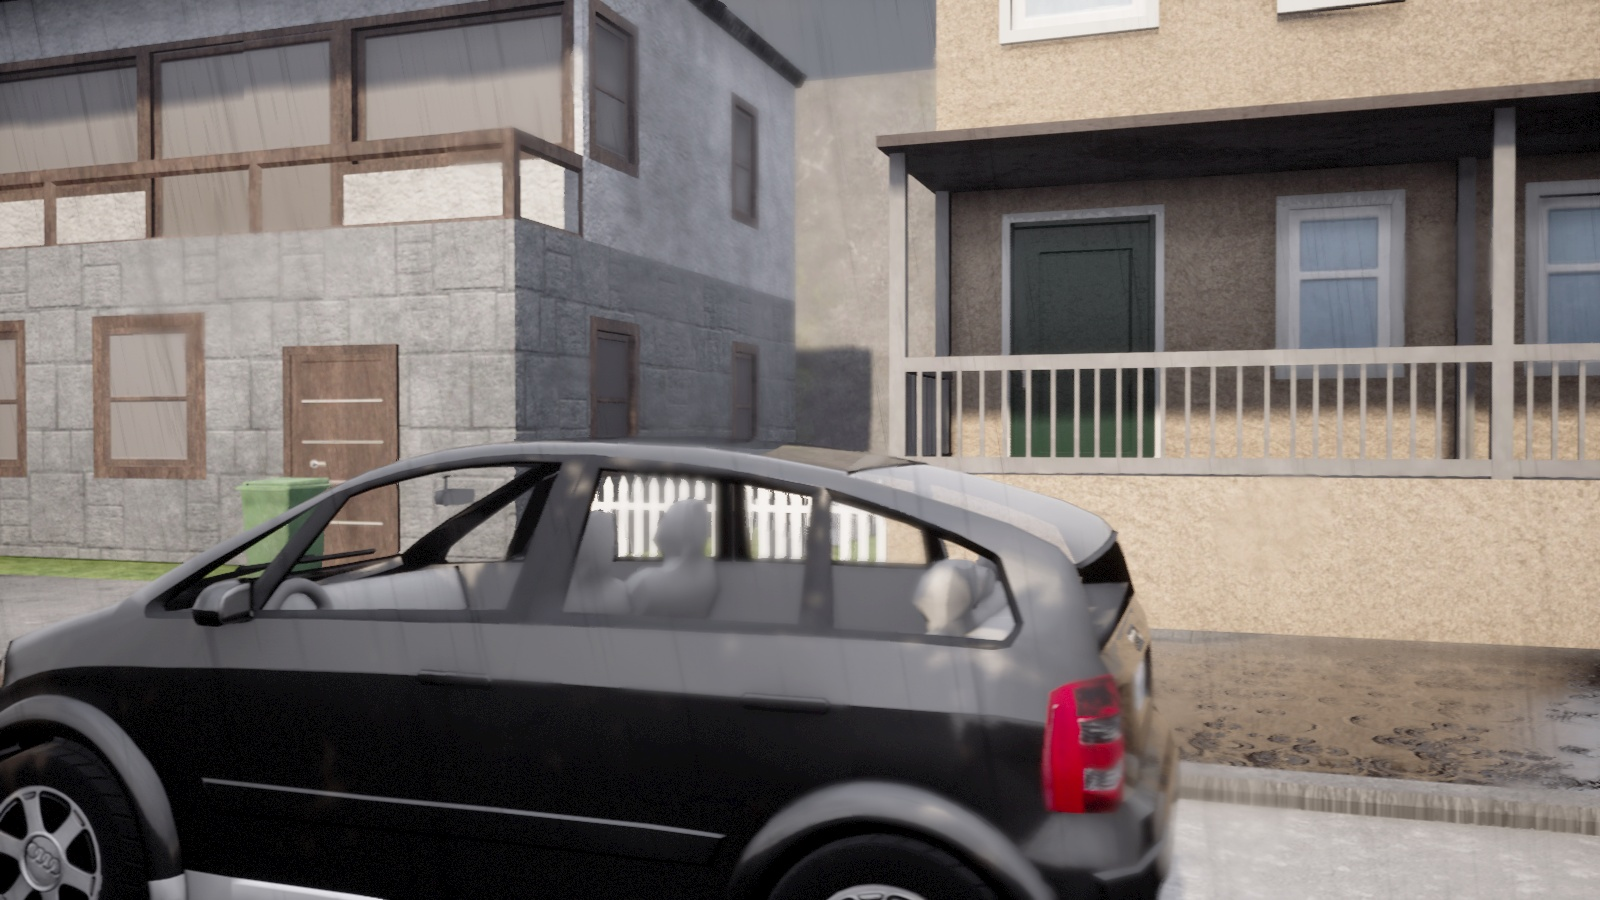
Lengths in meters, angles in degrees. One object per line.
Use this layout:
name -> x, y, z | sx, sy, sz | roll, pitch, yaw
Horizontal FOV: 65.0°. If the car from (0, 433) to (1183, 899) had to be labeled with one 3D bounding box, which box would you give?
car -> -0.757, 0.734, 3.980 | 3.705, 1.549, 1.789 | 1, 1, 19
